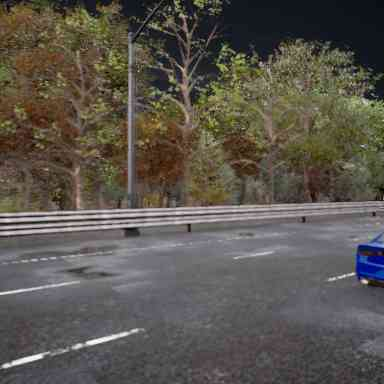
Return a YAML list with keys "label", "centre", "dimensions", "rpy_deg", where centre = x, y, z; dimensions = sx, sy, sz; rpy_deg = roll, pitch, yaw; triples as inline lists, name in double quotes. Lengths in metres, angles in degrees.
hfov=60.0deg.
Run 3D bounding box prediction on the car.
- label: "car"
  centre: [5.932, 1.492, 8.108]
  dimensions: [5.008, 1.535, 1.882]
  rpy_deg: [0, 0, -37]
